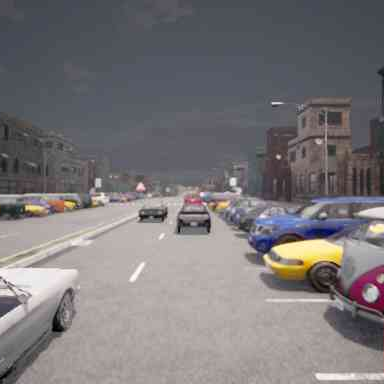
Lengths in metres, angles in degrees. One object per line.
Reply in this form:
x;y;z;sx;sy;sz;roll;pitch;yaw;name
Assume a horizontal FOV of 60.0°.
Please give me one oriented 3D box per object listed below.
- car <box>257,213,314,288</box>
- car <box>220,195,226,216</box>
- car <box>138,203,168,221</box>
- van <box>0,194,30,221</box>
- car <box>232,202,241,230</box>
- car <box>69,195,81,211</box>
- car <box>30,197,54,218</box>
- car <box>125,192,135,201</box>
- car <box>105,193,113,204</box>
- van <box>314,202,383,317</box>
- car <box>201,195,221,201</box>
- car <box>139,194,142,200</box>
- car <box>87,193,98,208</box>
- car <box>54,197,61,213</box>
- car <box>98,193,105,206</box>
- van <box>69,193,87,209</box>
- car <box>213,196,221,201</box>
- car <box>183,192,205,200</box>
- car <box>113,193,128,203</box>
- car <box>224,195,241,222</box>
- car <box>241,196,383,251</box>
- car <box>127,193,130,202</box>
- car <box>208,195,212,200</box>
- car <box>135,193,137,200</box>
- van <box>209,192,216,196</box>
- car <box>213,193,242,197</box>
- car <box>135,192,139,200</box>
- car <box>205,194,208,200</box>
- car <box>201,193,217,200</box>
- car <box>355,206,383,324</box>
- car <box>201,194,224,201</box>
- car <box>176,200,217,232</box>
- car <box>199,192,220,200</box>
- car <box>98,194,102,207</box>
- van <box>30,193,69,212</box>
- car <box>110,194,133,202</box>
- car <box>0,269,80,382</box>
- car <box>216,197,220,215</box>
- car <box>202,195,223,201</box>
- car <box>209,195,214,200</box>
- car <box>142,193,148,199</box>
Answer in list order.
4.524;1.442;8.157;5.366;1.575;1.946;0;0;0;car
4.676;1.279;24.832;4.553;1.767;2.185;0;0;0;car
-2.905;1.524;26.031;1.895;1.301;4.718;0;0;0;car
-15.622;1.202;26.185;4.442;1.987;1.878;0;0;0;van
4.702;1.421;16.493;4.892;1.521;2.231;0;0;0;car
-15.521;1.428;37.216;5.008;1.535;2.097;0;0;0;car
-15.323;1.425;28.944;5.366;1.575;1.946;0;0;0;car
-15.518;1.148;70.310;5.566;2.045;2.435;0;0;0;car
-15.557;1.179;51.006;5.566;2.045;2.435;0;0;0;car
4.593;1.230;5.377;4.442;1.987;1.878;0;0;0;van
4.701;1.387;83.190;4.792;1.488;2.163;0;0;0;car
-15.551;1.368;81.341;5.008;1.535;2.097;0;0;0;car
-15.549;1.180;42.732;5.566;2.045;2.435;0;0;0;car
-15.508;1.467;31.701;4.674;1.452;2.002;0;0;0;car
-15.557;1.305;48.371;4.553;1.767;2.185;0;0;0;car
-15.402;1.204;39.974;4.442;1.987;1.878;0;0;0;van
4.702;1.401;30.386;5.008;1.535;2.097;0;0;0;car
0.097;1.141;40.556;2.150;2.045;5.566;0;0;0;car
-15.512;1.443;64.795;4.792;1.488;2.163;0;0;0;car
4.676;1.284;22.051;4.553;1.767;2.185;0;0;0;car
4.681;1.184;10.934;5.566;2.045;2.435;0;0;0;car
-15.546;1.447;67.553;4.674;1.452;2.002;0;0;0;car
4.707;1.439;41.506;4.674;1.452;2.002;0;0;0;car
-15.549;1.425;75.696;4.674;1.452;2.002;0;0;0;car
4.820;1.173;44.285;4.442;1.987;1.878;0;0;0;van
4.737;1.275;33.168;4.553;1.767;2.185;0;0;0;car
-15.552;1.416;78.584;4.674;1.452;2.002;0;0;0;car
4.697;1.397;49.844;4.892;1.521;2.231;0;0;0;car
4.795;1.225;94.340;4.553;1.767;2.185;0;0;0;car
4.682;1.216;2.599;5.566;2.045;2.435;0;0;0;car
4.908;1.358;80.409;5.366;1.575;1.946;0;0;0;car
0.098;1.425;19.459;2.128;1.511;4.902;0;0;0;car
4.783;1.099;91.527;5.566;2.045;2.435;0;0;0;car
-15.518;1.431;45.614;5.008;1.535;2.097;0;0;0;car
-15.630;1.202;34.458;4.442;1.987;1.878;0;0;0;van
-15.518;1.267;73.068;4.553;1.767;2.185;0;0;0;car
-2.900;1.583;3.785;1.895;1.301;4.718;0;0;0;car
4.712;1.404;27.609;4.892;1.521;2.231;0;0;0;car
4.743;1.394;77.632;4.792;1.488;2.163;0;0;0;car
4.700;1.400;35.947;5.008;1.535;2.097;0;0;0;car
-15.536;1.100;89.613;5.566;2.045;2.435;0;0;0;car
